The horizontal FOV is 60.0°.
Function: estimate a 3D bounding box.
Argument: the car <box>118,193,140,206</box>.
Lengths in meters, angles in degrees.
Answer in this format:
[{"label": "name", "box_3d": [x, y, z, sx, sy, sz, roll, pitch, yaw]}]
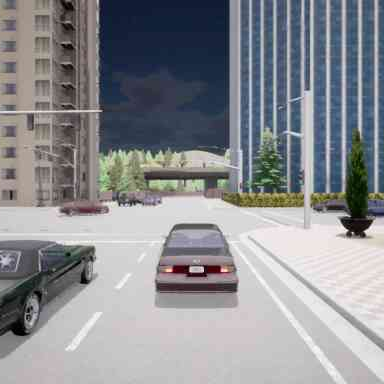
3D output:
[{"label": "car", "box_3d": [-10.460, 1.221, 53.882, 2.150, 2.045, 5.566, 0, 0, 0]}]

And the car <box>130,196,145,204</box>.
[{"label": "car", "box_3d": [-10.387, 1.547, 64.121, 2.033, 1.411, 5.357, 0, 0, 1]}]

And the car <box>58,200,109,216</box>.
[{"label": "car", "box_3d": [-10.339, 1.525, 31.887, 4.674, 1.442, 1.812, 0, 1, -32]}]

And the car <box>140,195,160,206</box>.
[{"label": "car", "box_3d": [-6.953, 1.352, 54.847, 2.097, 1.767, 4.553, 0, 0, 0]}]

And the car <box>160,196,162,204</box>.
[{"label": "car", "box_3d": [-6.892, 1.352, 63.736, 2.097, 1.767, 4.553, 0, 0, 1]}]

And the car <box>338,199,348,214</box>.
[{"label": "car", "box_3d": [17.632, 1.477, 33.032, 5.008, 1.535, 1.882, 0, 0, 0]}]

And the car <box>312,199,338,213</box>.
[{"label": "car", "box_3d": [15.682, 1.505, 36.517, 4.892, 1.490, 1.837, 0, 0, 0]}]

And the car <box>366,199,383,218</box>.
[{"label": "car", "box_3d": [16.514, 1.564, 29.321, 4.181, 1.385, 1.994, 0, 0, 0]}]

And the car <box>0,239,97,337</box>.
[{"label": "car", "box_3d": [-3.422, 1.601, 6.626, 1.895, 1.301, 4.718, 0, 0, 1]}]

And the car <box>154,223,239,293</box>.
[{"label": "car", "box_3d": [0.097, 1.547, 8.962, 2.033, 1.411, 5.357, 0, 0, 0]}]
